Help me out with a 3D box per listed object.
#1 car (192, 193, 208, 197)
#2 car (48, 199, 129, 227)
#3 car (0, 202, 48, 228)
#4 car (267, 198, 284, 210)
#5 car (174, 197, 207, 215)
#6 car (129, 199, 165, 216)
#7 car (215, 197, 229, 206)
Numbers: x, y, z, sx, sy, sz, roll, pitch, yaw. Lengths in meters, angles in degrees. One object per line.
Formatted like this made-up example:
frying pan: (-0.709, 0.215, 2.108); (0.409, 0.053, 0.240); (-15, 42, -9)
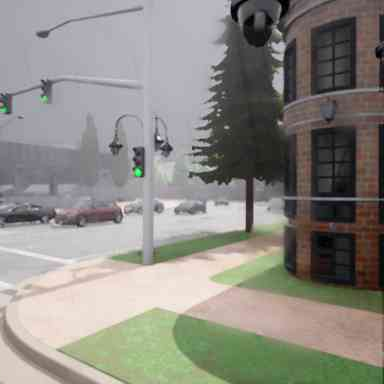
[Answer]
car: (1.256, 1.151, 53.801); (2.150, 2.045, 5.566); (0, 0, -2)
car: (-6.823, 1.309, 22.337); (2.097, 1.767, 4.553); (0, 0, 34)
car: (-11.402, 1.441, 21.865); (2.128, 1.511, 4.902); (0, 0, 35)
car: (10.537, 1.489, 41.886); (1.812, 1.442, 4.674); (0, 0, 13)
car: (-0.027, 1.481, 33.117); (1.812, 1.442, 4.674); (0, 0, 27)
car: (-4.583, 1.440, 32.082); (2.128, 1.511, 4.902); (0, 0, 30)
car: (4.687, 1.503, 52.446); (1.994, 1.385, 4.181); (0, 0, 1)
